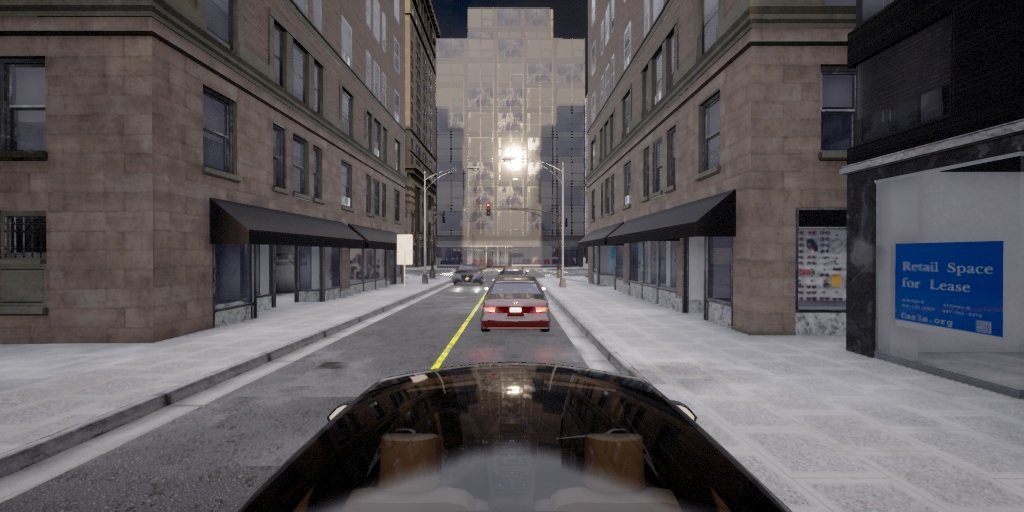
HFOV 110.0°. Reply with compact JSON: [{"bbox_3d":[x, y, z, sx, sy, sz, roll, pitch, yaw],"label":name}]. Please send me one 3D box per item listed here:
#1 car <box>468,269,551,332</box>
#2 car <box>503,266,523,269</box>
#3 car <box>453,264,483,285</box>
[{"bbox_3d":[0.094,1.293,10.812,2.033,1.411,5.357,0,0,0],"label":"car"},{"bbox_3d":[0.085,1.301,21.478,1.994,1.385,4.181,0,0,0],"label":"car"},{"bbox_3d":[-2.995,1.296,25.523,1.994,1.385,4.181,0,0,-2],"label":"car"}]
